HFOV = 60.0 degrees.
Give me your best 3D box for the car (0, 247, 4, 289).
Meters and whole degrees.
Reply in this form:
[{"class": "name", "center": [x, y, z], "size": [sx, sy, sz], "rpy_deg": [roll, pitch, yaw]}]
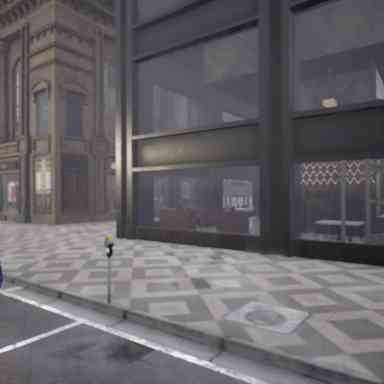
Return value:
[{"class": "car", "center": [-6.117, 1.274, 6.925], "size": [5.566, 2.045, 2.150], "rpy_deg": [0, 0, 36]}]
